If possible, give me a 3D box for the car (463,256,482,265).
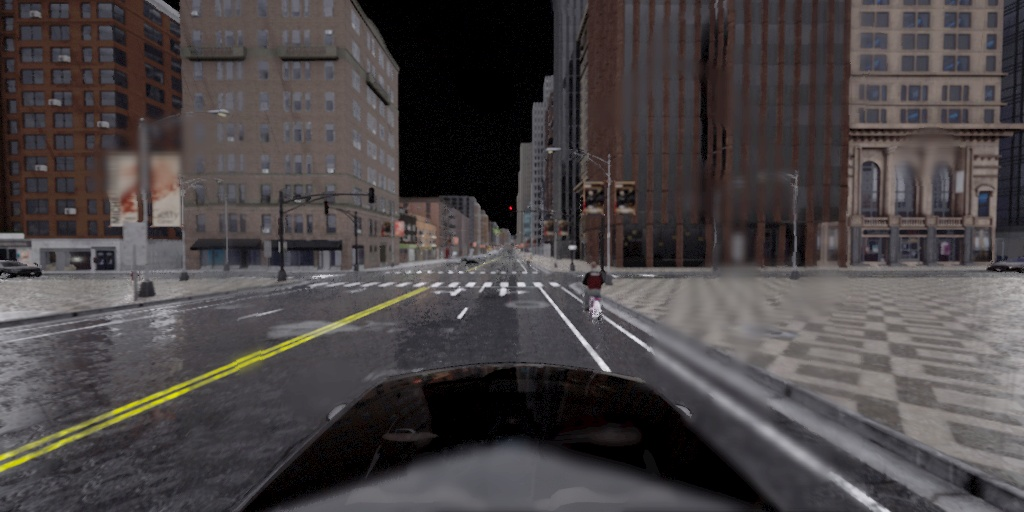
[{"bbox_3d":[-6.578,0.815,59.965,1.895,1.301,4.718,0,1,1],"label":"car"}]

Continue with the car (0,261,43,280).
[{"bbox_3d":[-40.731,1.121,28.612,5.008,1.535,1.882,0,2,0],"label":"car"}]

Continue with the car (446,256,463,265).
[{"bbox_3d":[-9.824,0.815,59.923,1.895,1.301,4.718,0,1,1],"label":"car"}]

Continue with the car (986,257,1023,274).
[{"bbox_3d":[44.198,0.807,30.611,5.357,1.411,2.033,0,2,0],"label":"car"}]

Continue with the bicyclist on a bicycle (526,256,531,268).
[{"bbox_3d":[2.222,0.759,47.974,0.866,1.612,1.509,0,1,0],"label":"bicyclist on a bicycle"}]

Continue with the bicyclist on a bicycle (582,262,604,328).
[{"bbox_3d":[2.246,1.038,10.067,0.659,1.776,1.843,0,1,0],"label":"bicyclist on a bicycle"}]
